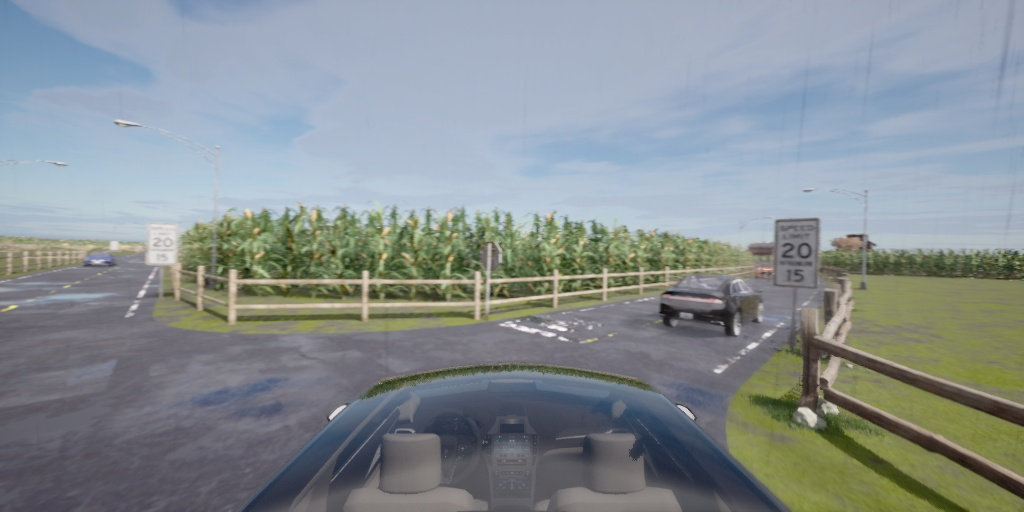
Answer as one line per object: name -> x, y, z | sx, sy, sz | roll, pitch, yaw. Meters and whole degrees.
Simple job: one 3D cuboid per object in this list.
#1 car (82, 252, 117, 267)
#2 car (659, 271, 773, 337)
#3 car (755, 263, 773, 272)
car -> -41.822, 0.315, 36.478 | 1.812, 1.442, 4.674 | 2, 0, -44
car -> 6.136, 1.337, 10.836 | 2.128, 1.511, 4.902 | 2, 1, 44
car -> 27.744, 1.550, 38.786 | 2.097, 1.767, 4.553 | 2, 1, 40
